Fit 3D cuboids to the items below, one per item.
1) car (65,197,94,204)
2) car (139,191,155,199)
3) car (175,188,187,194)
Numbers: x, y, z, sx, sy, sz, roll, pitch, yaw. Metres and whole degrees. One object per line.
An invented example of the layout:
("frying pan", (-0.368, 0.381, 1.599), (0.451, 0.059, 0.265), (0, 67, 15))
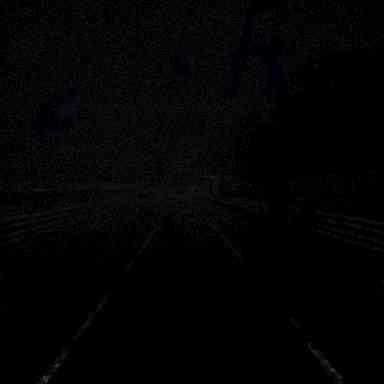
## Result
("car", (-13.087, 1.244, 39.829), (2.033, 1.411, 5.357), (1, 2, 12))
("car", (-8.379, 0.510, 61.371), (1.812, 1.442, 4.674), (1, 2, 12))
("car", (-2.830, -0.273, 86.773), (2.097, 1.767, 4.553), (1, 1, 12))
